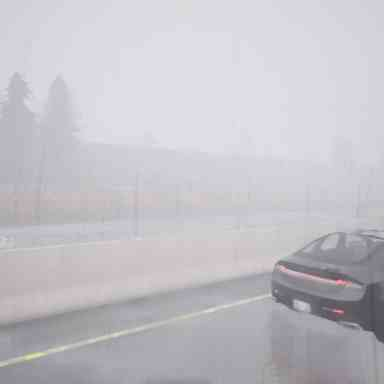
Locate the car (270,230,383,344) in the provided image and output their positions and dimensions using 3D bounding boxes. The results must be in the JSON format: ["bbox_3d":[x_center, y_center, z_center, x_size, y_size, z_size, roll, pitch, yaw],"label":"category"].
[{"bbox_3d":[3.633,1.481,6.326,4.902,1.511,2.128,0,0,-35],"label":"car"}]
